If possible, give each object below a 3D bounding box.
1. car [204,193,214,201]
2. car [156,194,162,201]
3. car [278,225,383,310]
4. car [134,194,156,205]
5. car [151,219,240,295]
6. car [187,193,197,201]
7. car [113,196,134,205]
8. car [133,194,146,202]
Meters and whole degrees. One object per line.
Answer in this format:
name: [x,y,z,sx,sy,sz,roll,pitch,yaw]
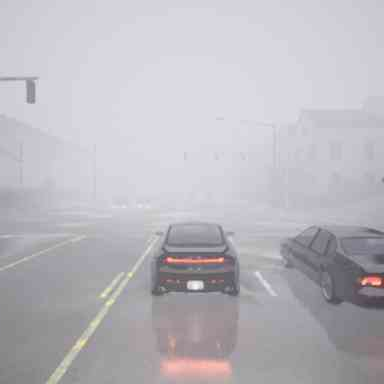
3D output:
car: [3.495,1.002,69.291,2.033,1.411,5.357,0,0,0]
car: [-7.020,1.081,66.461,1.837,1.490,4.892,0,0,0]
car: [3.575,1.496,7.951,2.033,1.411,5.357,0,0,0]
car: [-7.081,1.242,50.629,1.994,1.385,4.181,0,0,0]
car: [0.075,1.450,8.526,1.837,1.490,4.892,0,0,0]
car: [-0.005,1.002,69.291,2.033,1.411,5.357,0,0,0]
car: [-10.581,1.281,50.324,1.895,1.301,4.718,0,0,0]
car: [-10.512,1.105,66.359,1.812,1.442,4.674,0,0,0]
